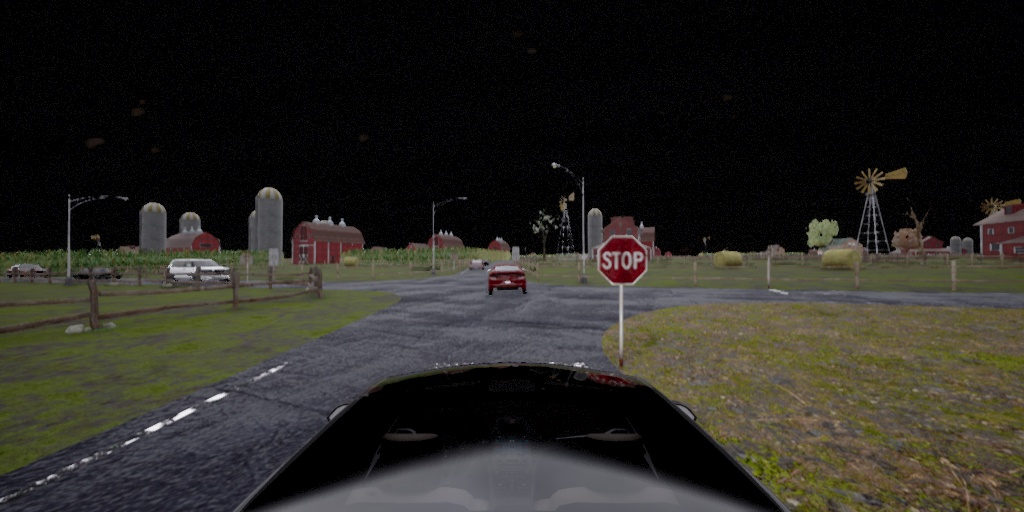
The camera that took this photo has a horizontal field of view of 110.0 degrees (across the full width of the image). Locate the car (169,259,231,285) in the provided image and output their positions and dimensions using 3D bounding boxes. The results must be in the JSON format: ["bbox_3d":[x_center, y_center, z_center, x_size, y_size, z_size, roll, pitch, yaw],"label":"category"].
[{"bbox_3d":[-25.458,1.254,29.169,5.566,2.045,2.150,-1,-1,21],"label":"car"}]

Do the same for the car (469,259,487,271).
[{"bbox_3d":[-4.611,1.181,47.302,1.812,1.442,4.674,0,0,-2],"label":"car"}]

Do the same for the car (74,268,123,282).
[{"bbox_3d":[-40.142,1.859,34.832,4.718,1.301,1.895,-1,-1,22],"label":"car"}]

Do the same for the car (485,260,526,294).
[{"bbox_3d":[-0.295,1.138,19.551,1.882,1.535,5.008,-1,0,-2],"label":"car"}]
